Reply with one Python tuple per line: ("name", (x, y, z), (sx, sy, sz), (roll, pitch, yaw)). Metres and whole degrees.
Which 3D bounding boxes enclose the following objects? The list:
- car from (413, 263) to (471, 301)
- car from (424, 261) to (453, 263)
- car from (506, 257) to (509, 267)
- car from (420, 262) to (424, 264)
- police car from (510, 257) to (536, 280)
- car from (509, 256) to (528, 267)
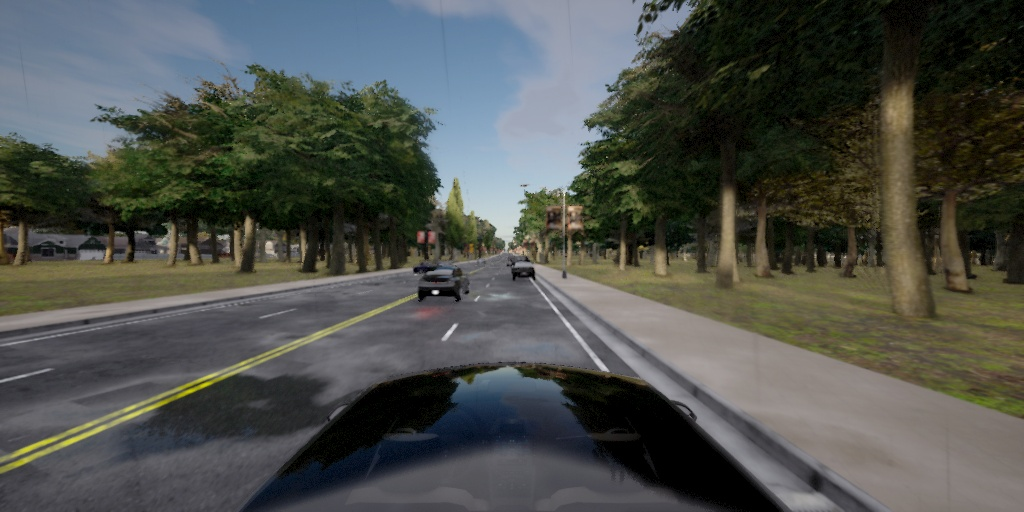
("car", (-3.151, 1.253, 17.187), (1.837, 1.490, 4.892), (0, 0, 0))
("car", (-6.592, 1.240, 34.705), (2.128, 1.511, 4.902), (0, 0, 0))
("car", (-0.005, 1.330, 65.404), (1.994, 1.385, 4.181), (0, 0, 0))
("car", (-9.839, 1.350, 40.818), (1.895, 1.301, 4.718), (0, 0, 0))
("police car", (0.972, 1.173, 30.742), (1.930, 1.638, 5.238), (0, 0, 0))
("car", (0.973, 0.975, 40.662), (2.150, 2.045, 5.566), (0, 0, 0))
